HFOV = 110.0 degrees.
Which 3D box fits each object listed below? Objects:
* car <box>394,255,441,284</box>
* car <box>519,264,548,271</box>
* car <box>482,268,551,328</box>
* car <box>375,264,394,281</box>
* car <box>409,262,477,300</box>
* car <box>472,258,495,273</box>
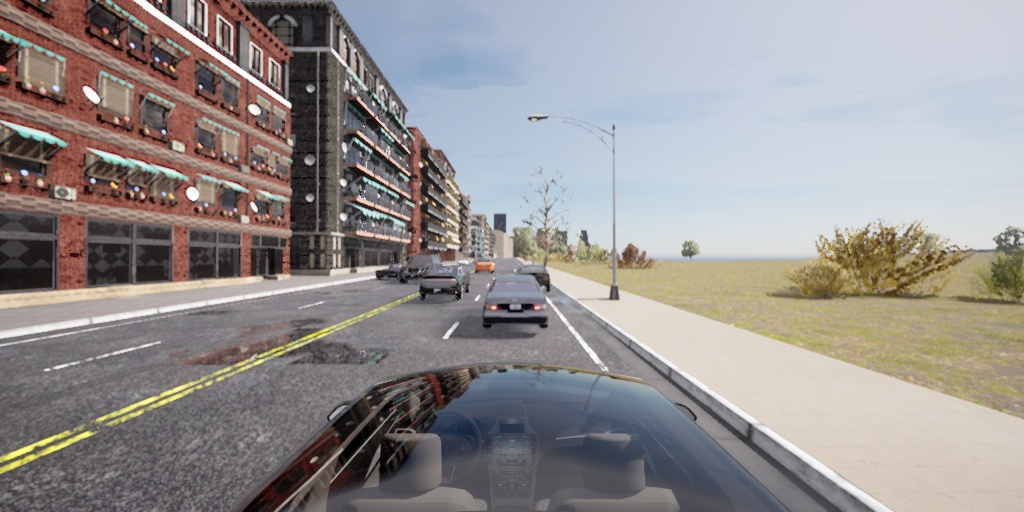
[{"bbox_3d":[-6.591,0.949,26.585,2.150,2.045,5.566,0,0,0],"label":"car"},{"bbox_3d":[1.146,1.211,21.069,1.882,1.535,5.008,0,0,0],"label":"car"},{"bbox_3d":[0.108,1.289,11.307,2.033,1.411,5.357,0,0,1],"label":"car"},{"bbox_3d":[-9.839,1.325,30.184,1.895,1.301,4.718,0,0,0],"label":"car"},{"bbox_3d":[-3.144,1.228,17.505,2.128,1.511,4.902,0,0,0],"label":"car"},{"bbox_3d":[-3.134,1.064,42.586,2.097,1.767,4.553,0,0,0],"label":"car"}]
